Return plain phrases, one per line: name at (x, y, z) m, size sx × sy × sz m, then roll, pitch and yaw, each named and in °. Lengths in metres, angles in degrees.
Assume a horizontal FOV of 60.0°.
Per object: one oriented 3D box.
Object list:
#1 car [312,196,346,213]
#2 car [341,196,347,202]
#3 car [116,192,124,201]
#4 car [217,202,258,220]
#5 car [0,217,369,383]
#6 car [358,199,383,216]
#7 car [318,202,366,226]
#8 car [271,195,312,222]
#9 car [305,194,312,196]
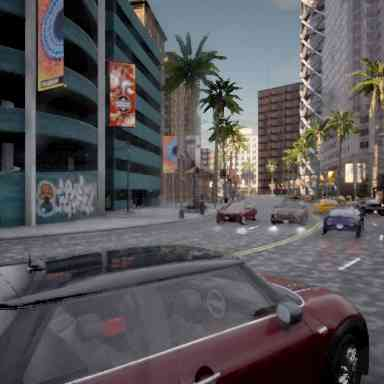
car at (13.582, 1.457, 33.522) m, size 1.882 × 1.535 × 5.008 m, roll 0°, pitch 0°, yaw 11°
car at (24.054, 1.449, 54.816) m, size 2.231 × 1.521 × 4.892 m, roll 0°, pitch 0°, yaw 10°
car at (-11.626, 0.978, 53.577) m, size 2.435 × 2.045 × 5.566 m, roll 0°, pitch 0°, yaw 10°
car at (3.368, 1.460, 24.031) m, size 1.882 × 1.535 × 5.008 m, roll 0°, pitch 0°, yaw 26°
car at (-0.108, 1.349, 3.381) m, size 4.553 × 1.767 × 2.097 m, roll 0°, pitch 0°, yaw -39°
car at (16.878, 1.490, 32.132) m, size 1.837 × 1.490 × 4.892 m, roll 0°, pitch 1°, yaw 11°
car at (8.430, 1.515, 18.467) m, size 1.812 × 1.442 × 4.674 m, roll 0°, pitch 0°, yaw 29°
car at (7.002, 1.336, 23.517) m, size 2.097 × 1.767 × 4.553 m, roll 0°, pitch 0°, yaw 25°
car at (29.243, 1.301, 83.729) m, size 2.185 × 1.767 × 4.553 m, roll 0°, pitch 0°, yaw 10°
